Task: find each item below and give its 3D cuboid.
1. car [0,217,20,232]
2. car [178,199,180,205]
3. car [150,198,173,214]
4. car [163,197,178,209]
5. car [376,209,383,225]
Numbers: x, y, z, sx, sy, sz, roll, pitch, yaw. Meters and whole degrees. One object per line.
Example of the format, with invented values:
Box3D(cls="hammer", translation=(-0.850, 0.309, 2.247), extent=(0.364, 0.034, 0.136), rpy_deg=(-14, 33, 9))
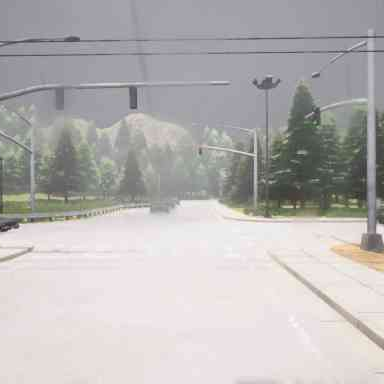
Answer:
Box3D(cls="car", translation=(-12.835, 1.695, 19.004), extent=(5.357, 1.411, 2.033), rpy_deg=(0, 0, 1))
Box3D(cls="car", translation=(-3.289, 1.699, 60.035), extent=(1.812, 1.442, 4.674), rpy_deg=(0, 0, 2))
Box3D(cls="car", translation=(-3.518, 1.682, 37.506), extent=(1.994, 1.385, 4.181), rpy_deg=(0, 0, 0))
Box3D(cls="car", translation=(-3.476, 1.495, 47.216), extent=(2.097, 1.767, 4.553), rpy_deg=(0, 0, 0))
Box3D(cls="car", translation=(14.629, 1.362, 22.146), extent=(4.553, 1.767, 2.097), rpy_deg=(0, 0, 1))
